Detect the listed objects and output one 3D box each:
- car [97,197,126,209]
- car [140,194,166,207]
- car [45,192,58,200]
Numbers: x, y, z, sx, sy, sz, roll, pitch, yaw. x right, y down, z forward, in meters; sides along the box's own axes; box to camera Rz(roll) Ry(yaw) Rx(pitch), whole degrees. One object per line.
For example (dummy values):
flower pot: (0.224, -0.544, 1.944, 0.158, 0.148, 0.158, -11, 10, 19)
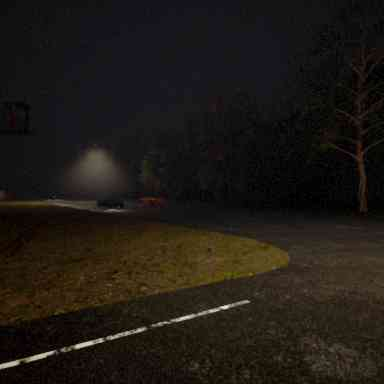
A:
car: (-9.877, 1.310, 40.300, 2.033, 1.411, 5.357, 0, 0, -35)
car: (-5.526, 1.098, 46.293, 2.097, 1.767, 4.553, 0, 0, -34)
car: (-31.447, 1.018, 75.490, 2.128, 1.511, 4.902, 0, 0, -27)
